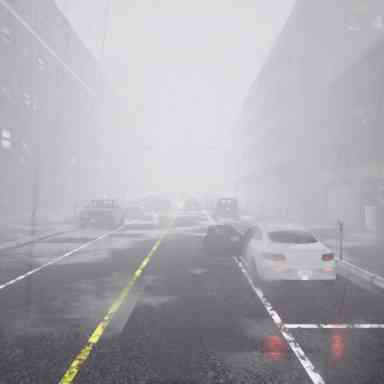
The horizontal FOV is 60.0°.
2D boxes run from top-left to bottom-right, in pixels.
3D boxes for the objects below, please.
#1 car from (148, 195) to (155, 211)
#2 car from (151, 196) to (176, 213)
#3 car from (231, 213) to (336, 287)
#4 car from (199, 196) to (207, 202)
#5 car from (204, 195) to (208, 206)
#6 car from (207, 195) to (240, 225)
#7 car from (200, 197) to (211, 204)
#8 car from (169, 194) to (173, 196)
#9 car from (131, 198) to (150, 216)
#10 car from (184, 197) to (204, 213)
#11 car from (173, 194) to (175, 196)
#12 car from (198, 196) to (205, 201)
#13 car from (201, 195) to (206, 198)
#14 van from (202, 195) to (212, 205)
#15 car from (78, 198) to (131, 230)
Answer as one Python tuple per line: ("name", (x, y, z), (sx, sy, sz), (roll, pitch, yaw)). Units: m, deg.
("car", (-5.686, 1.480, 38.656), (1.967, 1.590, 4.097), (0, 0, 0))
("car", (-3.103, 1.542, 36.913), (1.837, 1.490, 4.892), (0, 0, 0))
("car", (2.352, 1.529, 9.224), (1.812, 1.442, 4.674), (0, 0, 0))
("car", (2.690, 1.744, 84.174), (1.802, 1.307, 4.206), (0, 0, 0))
("car", (2.694, 1.480, 38.654), (1.967, 1.590, 4.097), (0, 0, 0))
("car", (2.695, 1.338, 27.274), (2.192, 1.841, 5.009), (0, 0, 0))
("car", (2.691, 1.650, 67.104), (1.887, 1.381, 4.507), (0, 0, 0))
("car", (-5.689, 1.648, 72.625), (1.752, 1.417, 4.829), (0, 0, 0))
("car", (-5.686, 1.582, 32.966), (2.008, 1.369, 4.403), (0, 0, 0))
("car", (0.076, 1.604, 38.366), (1.994, 1.385, 4.181), (0, 0, 0))
("car", (-5.690, 1.724, 78.486), (1.802, 1.307, 4.206), (0, 0, 0))
("car", (2.689, 1.786, 95.554), (1.802, 1.307, 4.206), (0, 0, 0))
("car", (2.692, 1.656, 55.724), (1.802, 1.307, 4.206), (0, 0, 0))
("van", (2.693, 1.430, 61.413), (1.690, 1.788, 3.998), (0, 0, 0))
("car", (-5.684, 1.330, 21.585), (2.192, 1.841, 5.009), (0, 0, 0))
